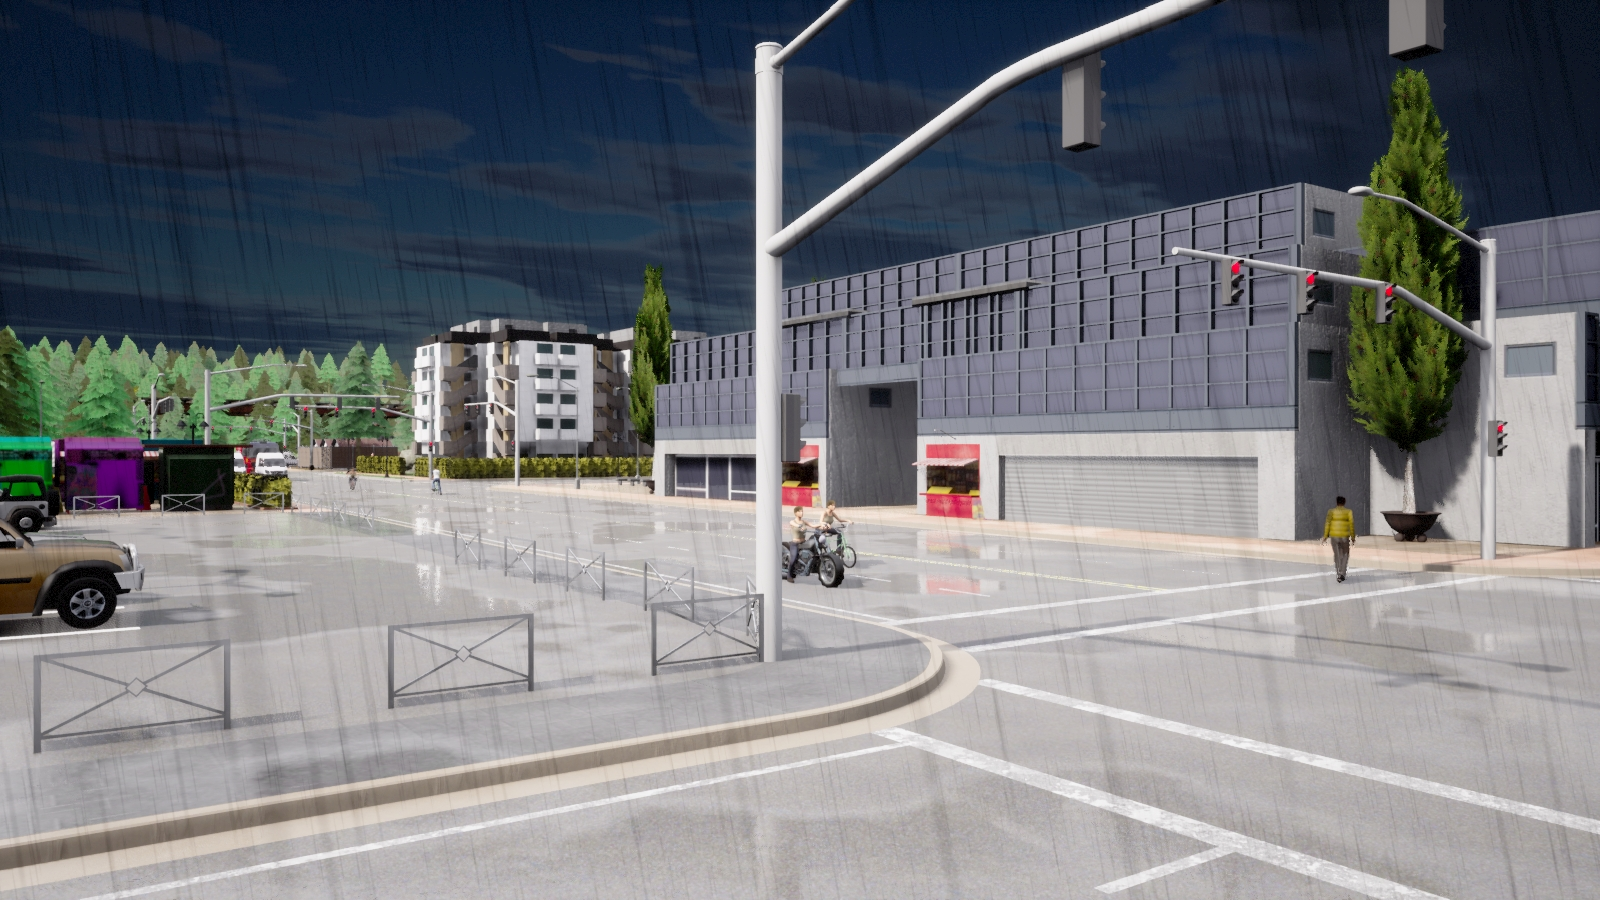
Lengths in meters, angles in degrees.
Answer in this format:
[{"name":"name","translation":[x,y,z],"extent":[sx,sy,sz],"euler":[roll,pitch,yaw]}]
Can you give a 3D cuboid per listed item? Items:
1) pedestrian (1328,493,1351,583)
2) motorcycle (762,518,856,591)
[{"name":"pedestrian","translation":[11.380,1.848,24.084],"extent":[0.375,1.860,0.375],"euler":[0,0,36]},{"name":"motorcycle","translation":[0.165,2.155,23.900],"extent":[0.764,1.307,2.356],"euler":[0,0,-34]}]
